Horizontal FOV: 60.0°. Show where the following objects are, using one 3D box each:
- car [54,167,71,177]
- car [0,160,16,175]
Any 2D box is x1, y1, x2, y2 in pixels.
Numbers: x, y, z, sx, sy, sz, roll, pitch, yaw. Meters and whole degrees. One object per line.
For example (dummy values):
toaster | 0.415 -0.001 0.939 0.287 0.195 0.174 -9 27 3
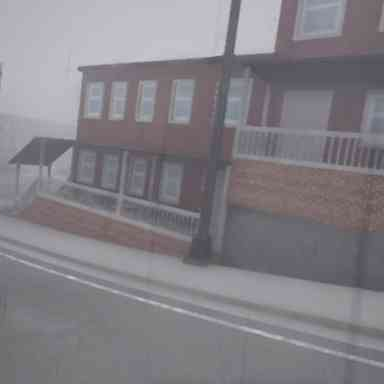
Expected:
car | -14.879 -2.580 42.142 1.895 1.301 4.718 12 7 35
car | -20.650 -2.661 34.117 1.812 1.442 4.674 12 7 35
